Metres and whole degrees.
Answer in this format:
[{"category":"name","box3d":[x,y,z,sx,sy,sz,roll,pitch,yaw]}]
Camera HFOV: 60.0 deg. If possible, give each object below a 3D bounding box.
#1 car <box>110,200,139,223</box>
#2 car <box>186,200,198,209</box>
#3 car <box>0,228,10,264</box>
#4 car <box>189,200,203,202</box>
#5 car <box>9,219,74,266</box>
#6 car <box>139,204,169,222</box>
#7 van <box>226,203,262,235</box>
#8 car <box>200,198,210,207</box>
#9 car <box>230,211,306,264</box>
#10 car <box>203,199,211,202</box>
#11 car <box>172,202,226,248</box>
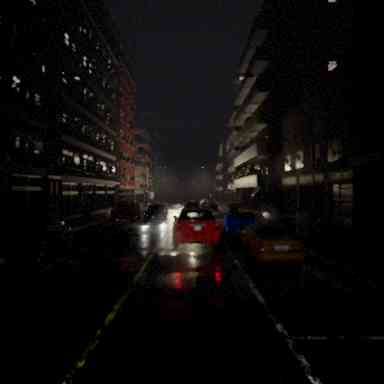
[{"category":"car","box3d":[-5.719,1.617,29.094,2.192,1.841,5.009,-1,-1,0]},{"category":"car","box3d":[0.071,2.175,57.894,1.994,1.385,4.181,0,-1,0]},{"category":"car","box3d":[-5.703,1.632,6.354,1.947,1.339,4.313,-1,-1,0]},{"category":"car","box3d":[0.080,1.922,40.132,1.837,1.490,4.892,0,-1,0]},{"category":"car","box3d":[-5.706,1.690,12.038,1.947,1.339,4.313,-1,-1,0]},{"category":"car","box3d":[-3.112,1.807,29.122,1.837,1.490,4.892,0,-1,0]},{"category":"van","box3d":[2.668,1.524,17.725,1.690,1.788,3.998,-1,-1,0]},{"category":"car","box3d":[2.643,2.172,68.884,1.967,1.590,4.097,-1,-1,0]},{"category":"car","box3d":[2.673,1.651,12.209,1.752,1.417,4.829,-1,-1,0]},{"category":"car","box3d":[2.656,2.034,46.144,2.008,1.369,4.403,-1,-1,0]},{"category":"car","box3d":[0.158,1.513,15.697,2.097,1.767,4.553,0,-1,-2]}]
